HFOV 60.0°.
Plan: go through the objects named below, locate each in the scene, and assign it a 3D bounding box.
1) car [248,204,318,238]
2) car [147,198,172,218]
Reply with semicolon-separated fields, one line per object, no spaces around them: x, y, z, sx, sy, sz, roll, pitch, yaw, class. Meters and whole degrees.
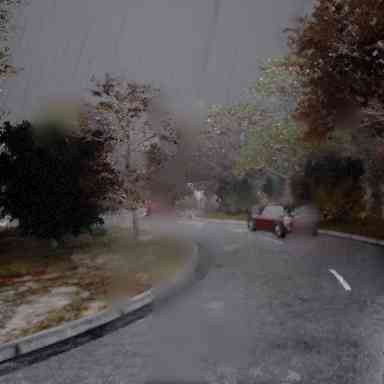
4.826;1.421;18.351;2.097;1.767;4.553;-1;0;-16;car
-3.427;1.570;34.489;2.150;2.045;5.566;-2;0;-10;car
